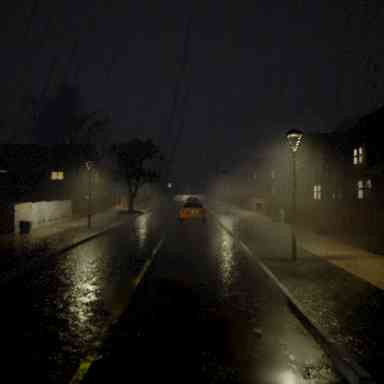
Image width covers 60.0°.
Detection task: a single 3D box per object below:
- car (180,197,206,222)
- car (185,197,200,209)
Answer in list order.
[{"bbox_3d":[0.093,1.346,24.942,1.801,1.575,5.366,0,0,1],"label":"car"},{"bbox_3d":[0.076,1.430,45.572,2.033,1.411,5.357,0,0,0],"label":"car"}]
